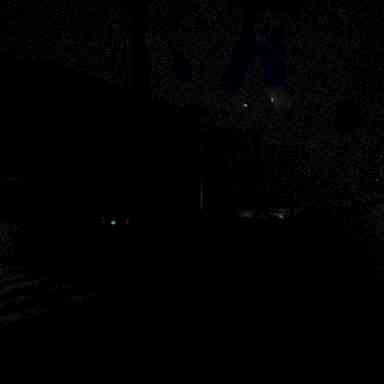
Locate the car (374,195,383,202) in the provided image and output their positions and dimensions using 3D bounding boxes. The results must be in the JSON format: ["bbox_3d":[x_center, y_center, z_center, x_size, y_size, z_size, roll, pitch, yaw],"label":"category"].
[{"bbox_3d":[41.171,1.362,72.635,1.947,1.339,4.313,-1,-1,34],"label":"car"}]

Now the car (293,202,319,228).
[{"bbox_3d":[6.350,1.425,21.037,1.752,1.417,4.829,-1,0,34],"label":"car"}]

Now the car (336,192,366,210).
[{"bbox_3d":[18.949,1.152,39.712,2.192,1.841,5.009,-1,0,34],"label":"car"}]

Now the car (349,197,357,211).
[{"bbox_3d":[15.778,1.432,35.007,1.802,1.307,4.206,-1,0,34],"label":"car"}]

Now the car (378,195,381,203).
[{"bbox_3d":[31.743,1.330,58.667,1.752,1.417,4.829,-1,0,34],"label":"car"}]

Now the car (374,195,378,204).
[{"bbox_3d":[28.474,1.392,53.822,1.802,1.307,4.206,-1,0,34],"label":"car"}]

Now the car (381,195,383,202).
[{"bbox_3d":[34.823,1.345,63.229,1.887,1.381,4.507,-1,0,34],"label":"car"}]

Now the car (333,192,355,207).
[{"bbox_3d":[23.073,1.087,50.380,2.150,2.045,5.566,-1,-1,34],"label":"car"}]

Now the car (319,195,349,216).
[{"bbox_3d":[12.602,1.305,30.304,1.967,1.590,4.097,-1,0,34],"label":"car"}]

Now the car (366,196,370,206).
[{"bbox_3d":[22.220,1.352,44.556,1.752,1.417,4.829,-1,0,34],"label":"car"}]

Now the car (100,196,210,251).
[{"bbox_3d":[-1.363,1.206,14.342,2.150,2.045,5.566,-1,0,34],"label":"car"}]

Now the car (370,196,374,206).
[{"bbox_3d":[25.300,1.399,49.118,1.802,1.307,4.206,-1,0,34],"label":"car"}]

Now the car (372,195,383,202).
[{"bbox_3d":[37.997,1.379,67.932,1.802,1.307,4.206,-1,-1,34],"label":"car"}]

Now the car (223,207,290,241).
[{"bbox_3d":[3.081,1.471,16.192,2.008,1.369,4.403,-1,0,34],"label":"car"}]
